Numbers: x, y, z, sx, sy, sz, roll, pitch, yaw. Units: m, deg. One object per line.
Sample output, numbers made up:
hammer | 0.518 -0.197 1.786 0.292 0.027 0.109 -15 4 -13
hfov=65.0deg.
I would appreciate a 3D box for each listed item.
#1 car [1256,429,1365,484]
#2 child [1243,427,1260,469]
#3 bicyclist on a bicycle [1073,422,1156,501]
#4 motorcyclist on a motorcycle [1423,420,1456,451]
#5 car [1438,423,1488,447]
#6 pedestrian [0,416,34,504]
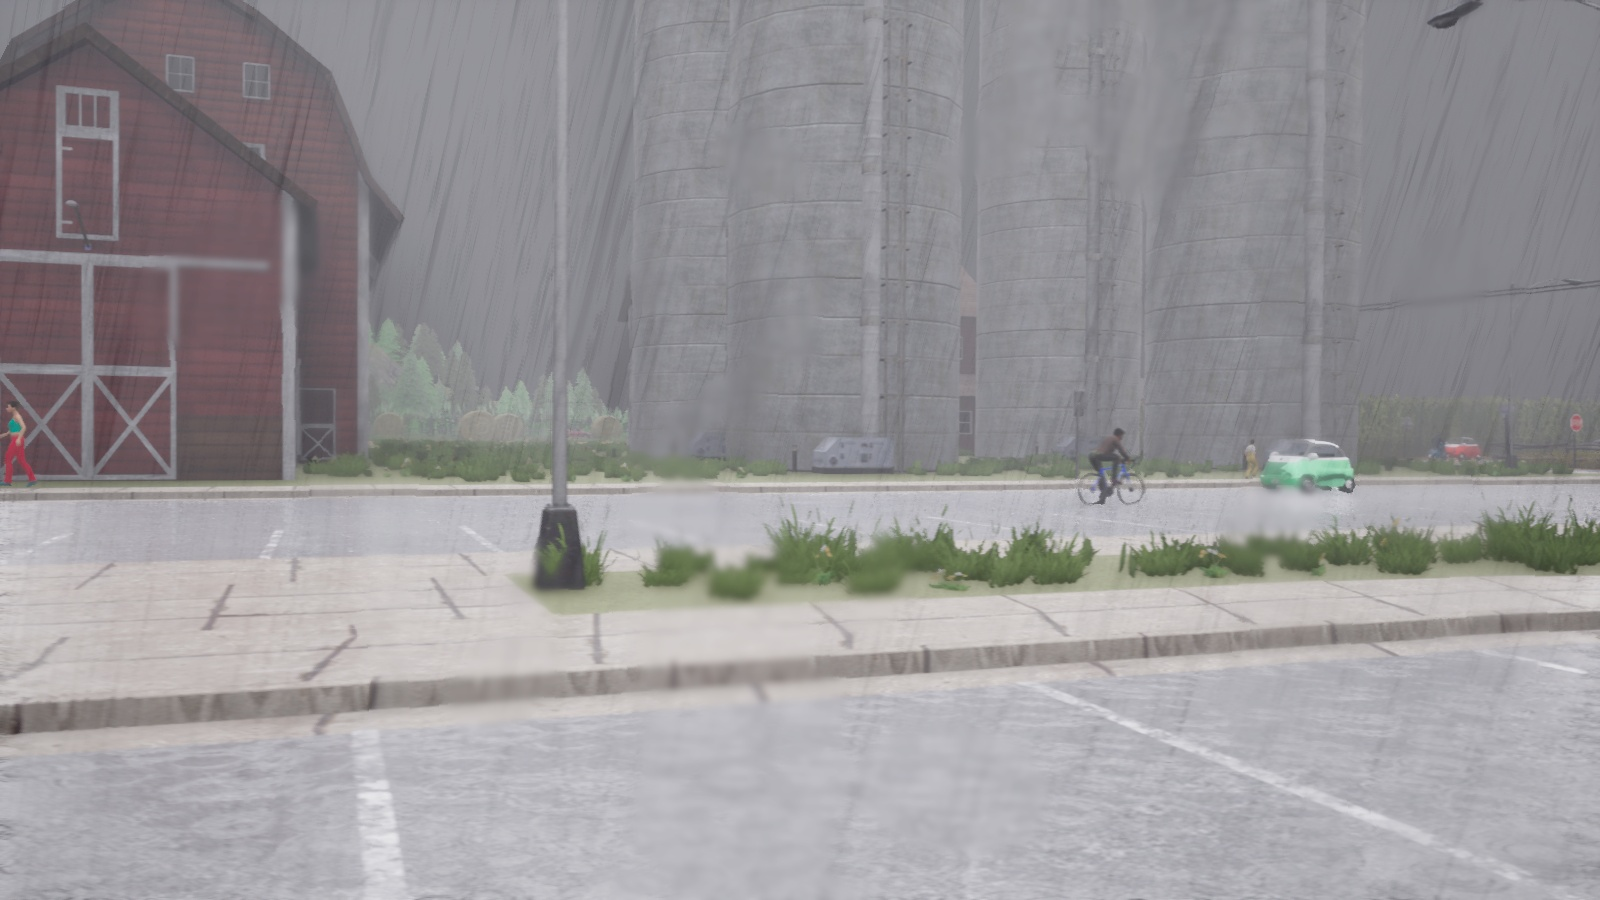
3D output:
car | 13.248 0.141 32.593 2.207 1.376 1.481 -1 1 -21
child | 13.658 -0.074 37.978 0.437 1.263 0.270 -1 1 -39
bicyclist on a bicycle | 6.561 0.228 26.203 1.656 1.620 0.582 -1 1 -21
motorcyclist on a motorcycle | 34.020 -0.791 66.821 1.817 1.590 0.866 -2 4 -41
car | 38.664 -0.855 73.219 2.207 1.376 1.481 -1 1 -20
pedestrian | -16.594 0.205 26.588 0.594 1.836 0.345 -1 1 -27
